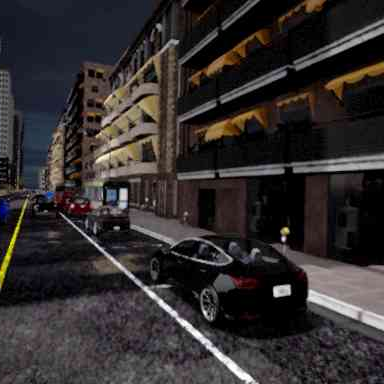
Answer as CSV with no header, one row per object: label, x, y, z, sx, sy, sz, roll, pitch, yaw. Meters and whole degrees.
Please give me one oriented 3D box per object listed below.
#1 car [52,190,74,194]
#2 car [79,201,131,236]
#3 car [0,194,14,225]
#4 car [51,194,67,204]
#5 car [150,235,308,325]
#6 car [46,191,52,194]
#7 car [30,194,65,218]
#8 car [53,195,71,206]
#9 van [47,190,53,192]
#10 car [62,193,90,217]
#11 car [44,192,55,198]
car,-14.224,0.878,37.608,2.192,1.841,5.009,1,0,-26
car,-4.402,1.398,17.266,2.008,1.369,4.403,1,0,-26
car,-12.496,1.122,20.762,1.882,1.535,5.008,1,0,-26
car,-19.145,1.004,47.780,1.802,1.307,4.206,1,0,-26
car,0.512,1.558,7.095,1.947,1.339,4.313,1,0,-26
car,-17.111,1.001,37.470,1.837,1.490,4.892,1,1,-25
car,-11.464,1.149,25.911,2.128,1.511,4.902,1,0,-26
car,-16.688,1.074,42.694,1.802,1.307,4.206,1,0,-26
van,-28.968,0.490,68.121,1.690,1.788,3.998,1,0,-26
car,-9.313,1.145,27.436,1.967,1.590,4.097,1,0,-26
car,-31.430,0.648,73.208,1.947,1.339,4.313,1,0,-26
